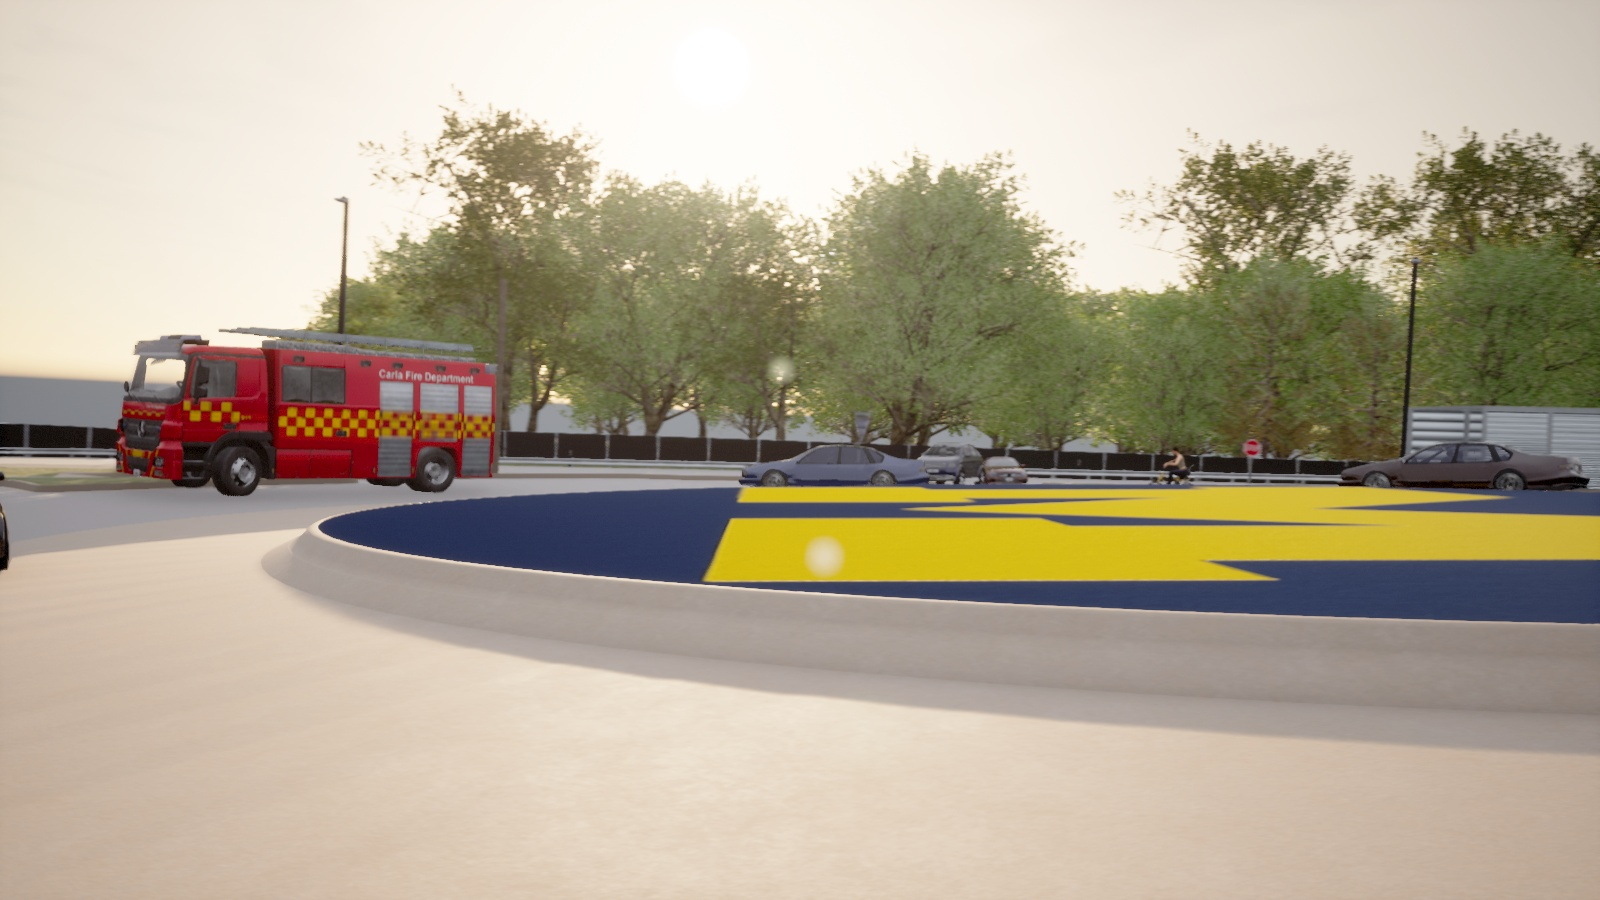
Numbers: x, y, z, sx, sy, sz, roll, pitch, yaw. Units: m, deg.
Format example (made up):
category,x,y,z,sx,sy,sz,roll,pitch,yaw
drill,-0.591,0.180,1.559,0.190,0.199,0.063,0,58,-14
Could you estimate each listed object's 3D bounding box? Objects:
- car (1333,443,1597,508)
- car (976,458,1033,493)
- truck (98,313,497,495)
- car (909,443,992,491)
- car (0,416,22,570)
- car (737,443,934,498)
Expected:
category,x,y,z,sx,sy,sz,roll,pitch,yaw
car,16.213,0.658,30.827,5.357,1.411,2.033,-1,-5,43
car,9.151,1.119,56.568,1.812,1.442,4.674,1,0,0
truck,-11.870,-0.997,30.531,2.891,3.827,8.468,5,2,41
car,5.266,0.573,43.452,1.789,1.549,3.705,2,0,24
car,-10.986,0.450,15.356,2.242,1.667,4.611,-2,3,-35
car,1.004,0.579,35.383,5.357,1.411,2.033,1,-1,2
